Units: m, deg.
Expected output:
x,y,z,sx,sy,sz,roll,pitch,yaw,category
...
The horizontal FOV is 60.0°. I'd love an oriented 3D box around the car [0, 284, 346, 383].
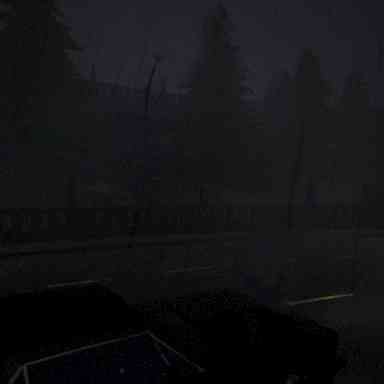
x,y,z,sx,sy,sz,roll,pitch,yaw,category
-0.793,1.600,2.997,4.718,1.301,1.895,0,0,-31,car
